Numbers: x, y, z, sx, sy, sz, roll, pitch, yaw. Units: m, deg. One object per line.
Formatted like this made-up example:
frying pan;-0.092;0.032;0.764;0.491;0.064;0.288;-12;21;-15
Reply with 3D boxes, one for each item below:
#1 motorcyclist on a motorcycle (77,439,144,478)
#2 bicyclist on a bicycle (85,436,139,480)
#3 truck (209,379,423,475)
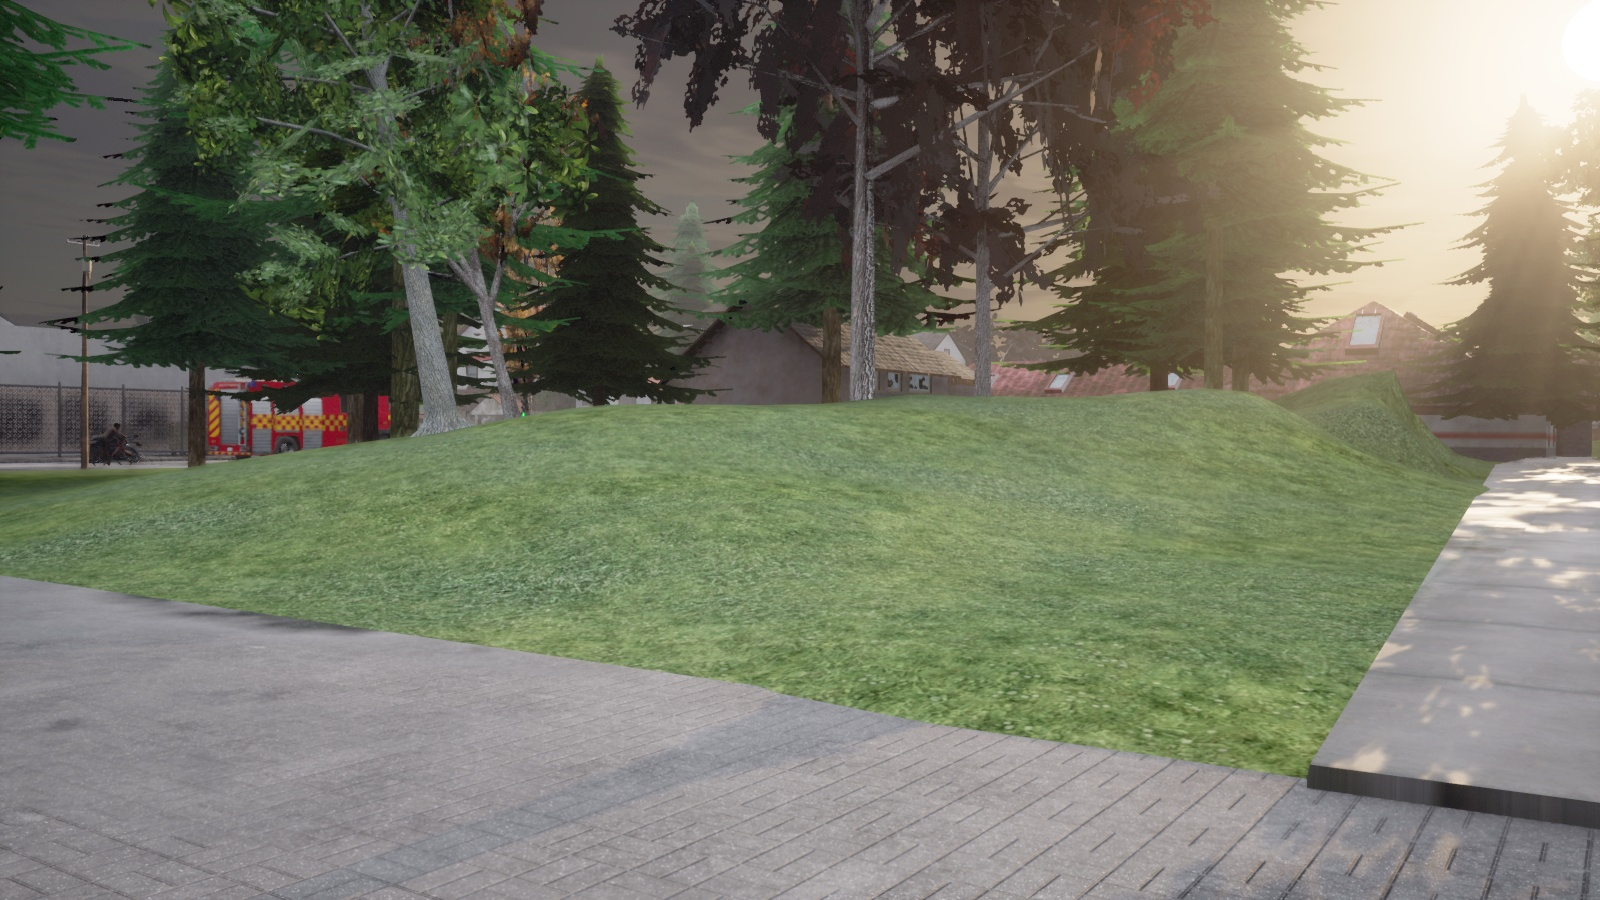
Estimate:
motorcyclist on a motorcycle;-27.690;0.328;50.467;0.866;1.530;2.191;0;1;34
bicyclist on a bicycle;-25.486;0.279;46.556;0.582;1.620;1.656;0;1;34
truck;-20.557;-0.983;53.949;2.891;3.827;8.468;0;1;32
